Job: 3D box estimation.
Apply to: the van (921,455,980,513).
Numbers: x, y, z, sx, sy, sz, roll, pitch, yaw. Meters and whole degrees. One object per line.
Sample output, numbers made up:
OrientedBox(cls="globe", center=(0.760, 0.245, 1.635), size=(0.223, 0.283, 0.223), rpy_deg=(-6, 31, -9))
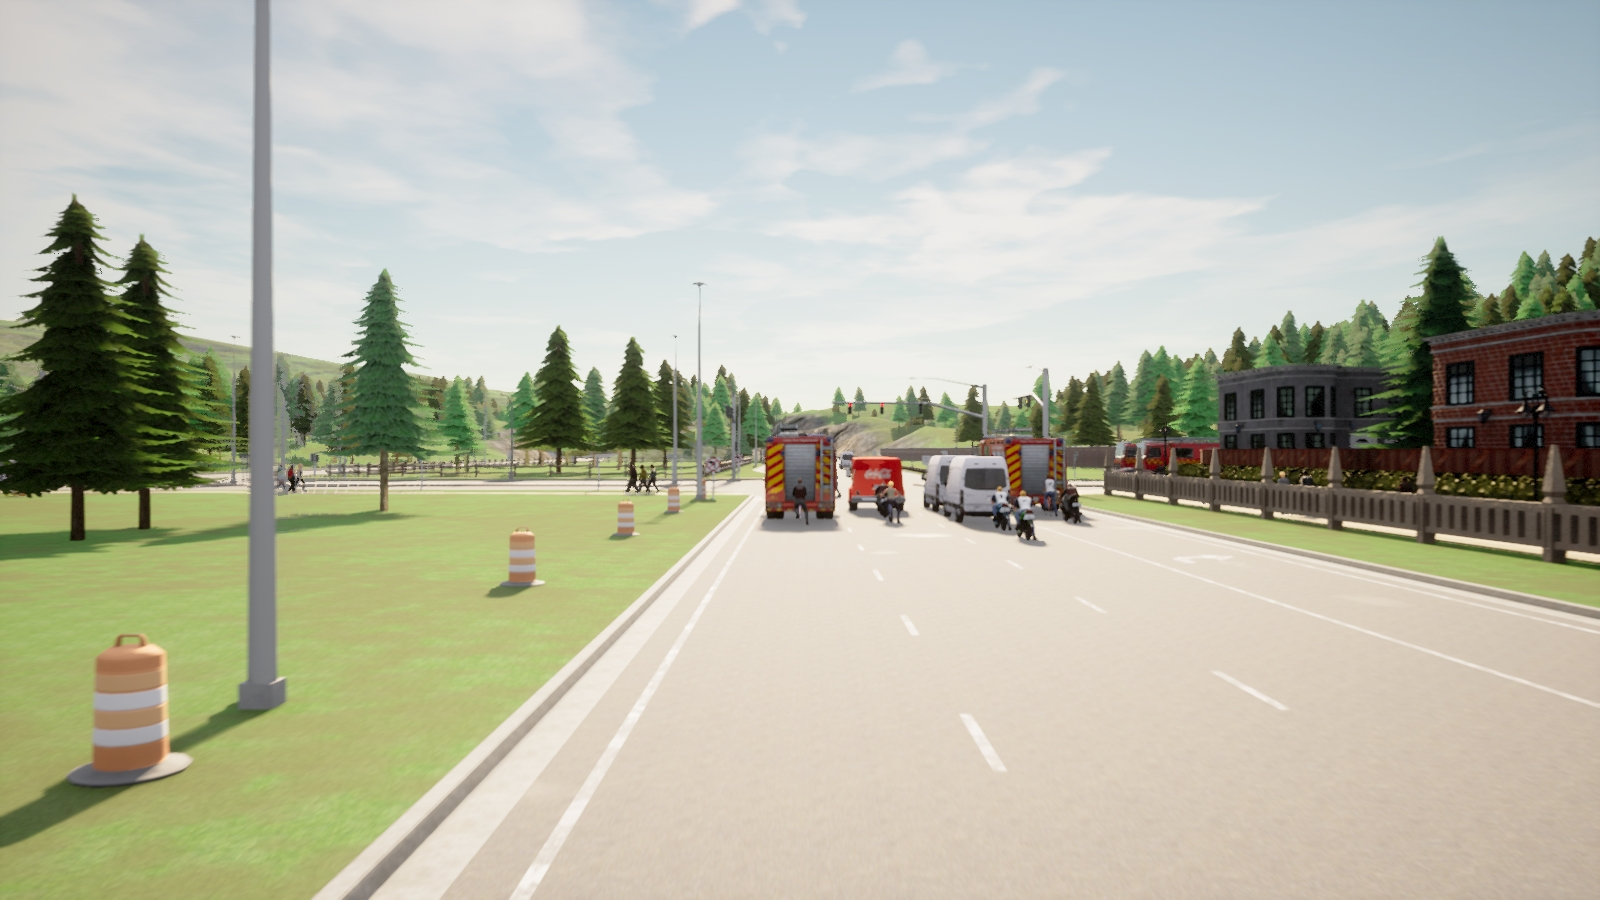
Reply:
OrientedBox(cls="van", center=(6.996, 1.534, 53.734), size=(1.988, 2.561, 5.915), rpy_deg=(0, 0, 0))

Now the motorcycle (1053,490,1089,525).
OrientedBox(cls="motorcycle", center=(10.499, 2.205, 44.370), size=(0.867, 1.251, 2.209), rpy_deg=(0, 0, 0))

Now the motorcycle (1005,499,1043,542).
OrientedBox(cls="motorcycle", center=(6.999, 2.186, 35.787), size=(0.803, 1.199, 2.033), rpy_deg=(0, 0, 0))

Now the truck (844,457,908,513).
OrientedBox(cls="truck", center=(3.507, 1.568, 53.682), size=(2.627, 2.467, 5.204), rpy_deg=(0, 0, 0))

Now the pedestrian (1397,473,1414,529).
OrientedBox(cls="pedestrian", center=(20.365, 1.696, 38.402), size=(0.375, 1.860, 0.375), rpy_deg=(0, 0, 1))

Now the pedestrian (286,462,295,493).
OrientedBox(cls="pedestrian", center=(-31.385, 1.696, 70.388), size=(0.375, 1.860, 0.375), rpy_deg=(0, 0, 5))

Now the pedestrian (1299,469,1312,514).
OrientedBox(cls="pedestrian", center=(20.743, 1.697, 46.881), size=(0.375, 1.860, 0.375), rpy_deg=(0, 0, -1))

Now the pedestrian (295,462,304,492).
OrientedBox(cls="pedestrian", center=(-31.137, 1.696, 71.017), size=(0.375, 1.860, 0.375), rpy_deg=(0, 0, 6))

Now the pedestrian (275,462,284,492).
OrientedBox(cls="pedestrian", center=(-32.437, 1.697, 71.164), size=(0.375, 1.860, 0.375), rpy_deg=(0, 0, 6))

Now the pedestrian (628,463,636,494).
OrientedBox(cls="pedestrian", center=(-10.151, 1.696, 69.065), size=(0.375, 1.860, 0.375), rpy_deg=(0, 0, 5))

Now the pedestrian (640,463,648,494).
OrientedBox(cls="pedestrian", center=(-9.353, 1.696, 68.434), size=(0.375, 1.860, 0.375), rpy_deg=(0, 0, 6))

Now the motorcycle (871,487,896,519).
OrientedBox(cls="motorcycle", center=(3.490, 2.205, 47.888), size=(0.867, 1.251, 2.209), rpy_deg=(0, 0, 0))

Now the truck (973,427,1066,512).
OrientedBox(cls="truck", center=(10.494, 0.891, 55.610), size=(2.891, 3.827, 8.468), rpy_deg=(0, 0, 0))

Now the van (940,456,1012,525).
OrientedBox(cls="van", center=(6.994, 1.534, 45.973), size=(1.988, 2.561, 5.915), rpy_deg=(0, 0, 0))

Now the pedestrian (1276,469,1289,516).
OrientedBox(cls="pedestrian", center=(19.308, 1.696, 45.720), size=(0.375, 1.860, 0.375), rpy_deg=(0, 0, 0))

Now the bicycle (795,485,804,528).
OrientedBox(cls="bicycle", center=(-0.007, 2.060, 42.080), size=(0.329, 1.471, 1.835), rpy_deg=(0, 0, 0))

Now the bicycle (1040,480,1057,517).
OrientedBox(cls="bicycle", center=(10.499, 2.056, 48.331), size=(0.373, 1.496, 1.643), rpy_deg=(0, 0, 0))

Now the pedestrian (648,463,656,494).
OrientedBox(cls="pedestrian", center=(-8.939, 1.696, 68.990), size=(0.375, 1.860, 0.375), rpy_deg=(0, 0, 3))

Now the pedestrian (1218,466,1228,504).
OrientedBox(cls="pedestrian", center=(20.495, 1.699, 55.356), size=(0.375, 1.860, 0.375), rpy_deg=(0, 0, 1))

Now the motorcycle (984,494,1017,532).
OrientedBox(cls="motorcycle", center=(6.999, 2.186, 39.975), size=(0.803, 1.199, 2.033), rpy_deg=(0, 0, 0))

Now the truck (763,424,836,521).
OrientedBox(cls="truck", center=(-0.006, 0.891, 49.533), size=(2.891, 3.827, 8.468), rpy_deg=(0, 0, 0))

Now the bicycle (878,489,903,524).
OrientedBox(cls="bicycle", center=(3.481, 2.158, 43.951), size=(0.859, 1.277, 1.487), rpy_deg=(0, 0, 0))
